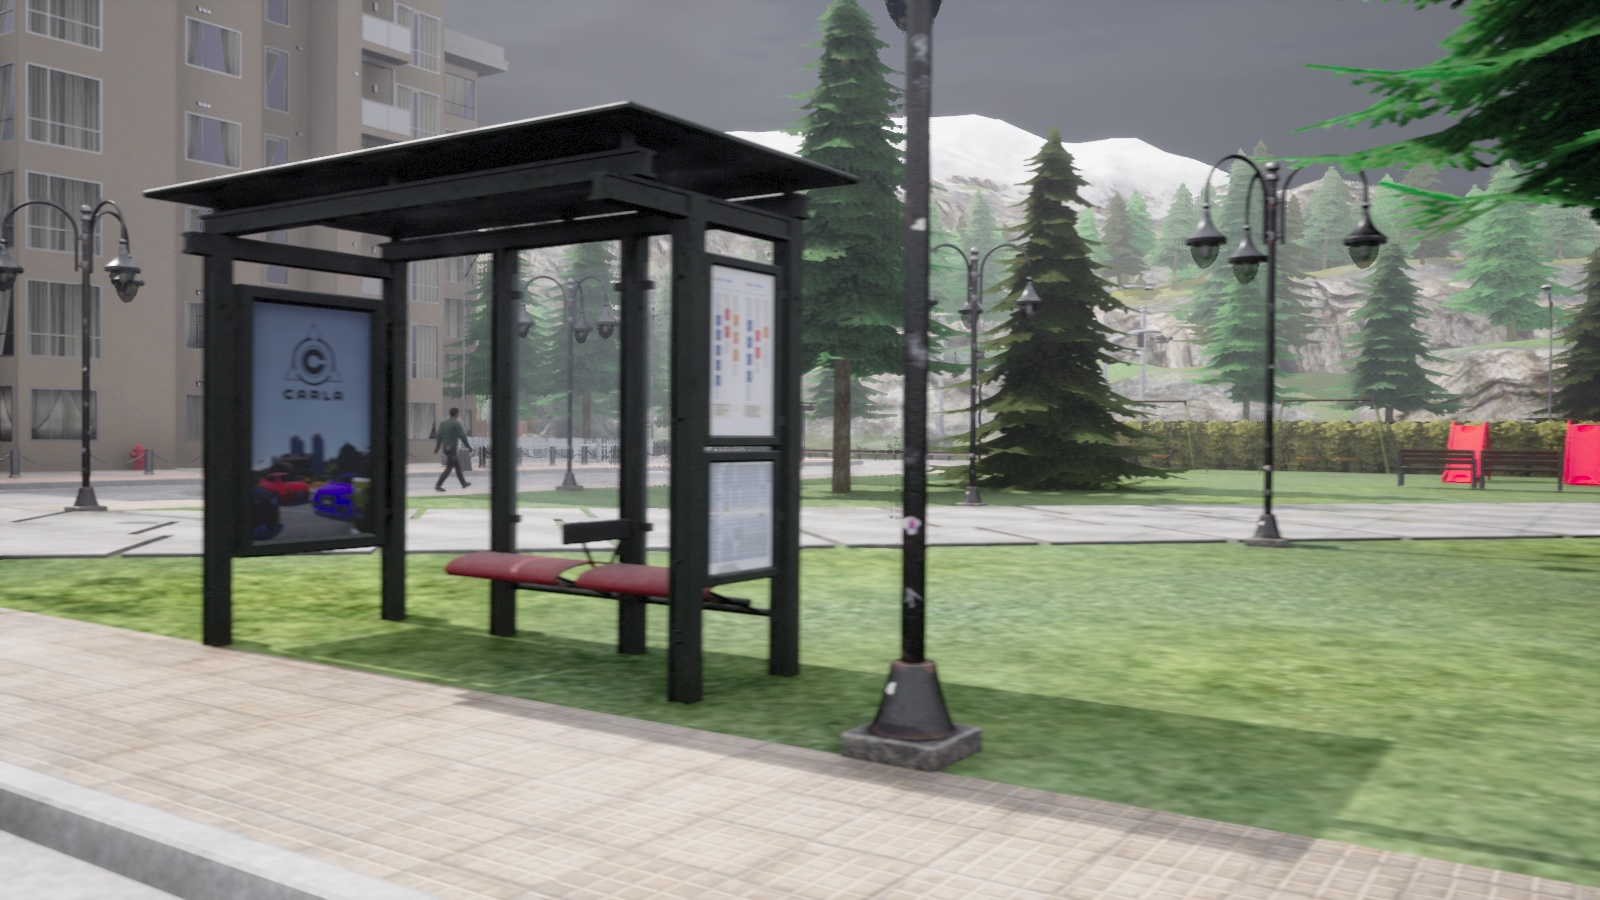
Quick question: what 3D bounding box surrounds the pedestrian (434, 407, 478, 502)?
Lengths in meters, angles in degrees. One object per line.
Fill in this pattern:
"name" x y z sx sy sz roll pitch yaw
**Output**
"pedestrian" -7.210 0.082 26.356 0.423 1.949 0.788 0 1 33
